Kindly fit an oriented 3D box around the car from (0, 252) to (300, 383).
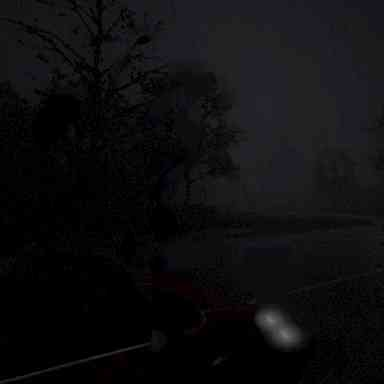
[{"bbox_3d":[-1.124,1.356,2.906,4.553,1.767,2.097,1,0,-36],"label":"car"}]
